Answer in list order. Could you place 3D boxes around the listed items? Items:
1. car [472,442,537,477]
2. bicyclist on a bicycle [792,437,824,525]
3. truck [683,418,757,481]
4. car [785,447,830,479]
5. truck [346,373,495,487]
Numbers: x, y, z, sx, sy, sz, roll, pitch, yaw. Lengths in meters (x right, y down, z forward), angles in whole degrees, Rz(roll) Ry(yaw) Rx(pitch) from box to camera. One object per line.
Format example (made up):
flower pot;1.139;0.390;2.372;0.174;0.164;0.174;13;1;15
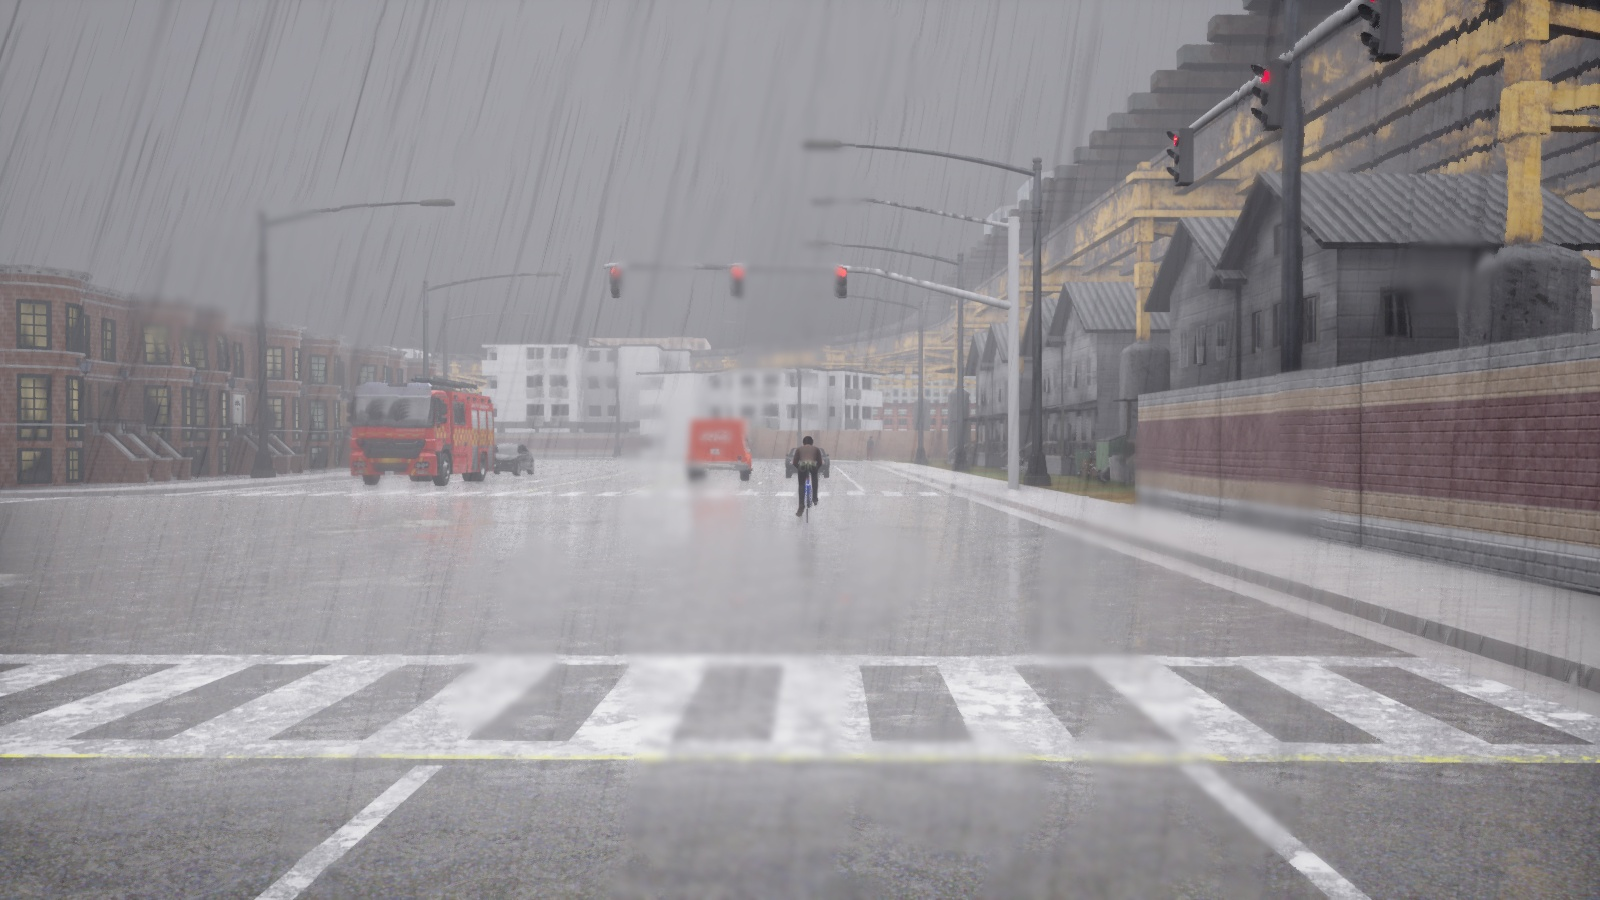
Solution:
car;-13.651;0.410;58.328;1.837;1.490;4.892;0;1;0
bicyclist on a bicycle;0.151;0.565;23.748;0.582;1.620;1.656;0;0;0
truck;-3.191;-0.032;51.241;2.627;2.467;5.204;0;0;0
car;0.329;0.536;55.053;1.895;1.301;4.718;0;0;0
truck;-13.720;-0.690;46.212;2.891;3.827;8.468;0;0;0
